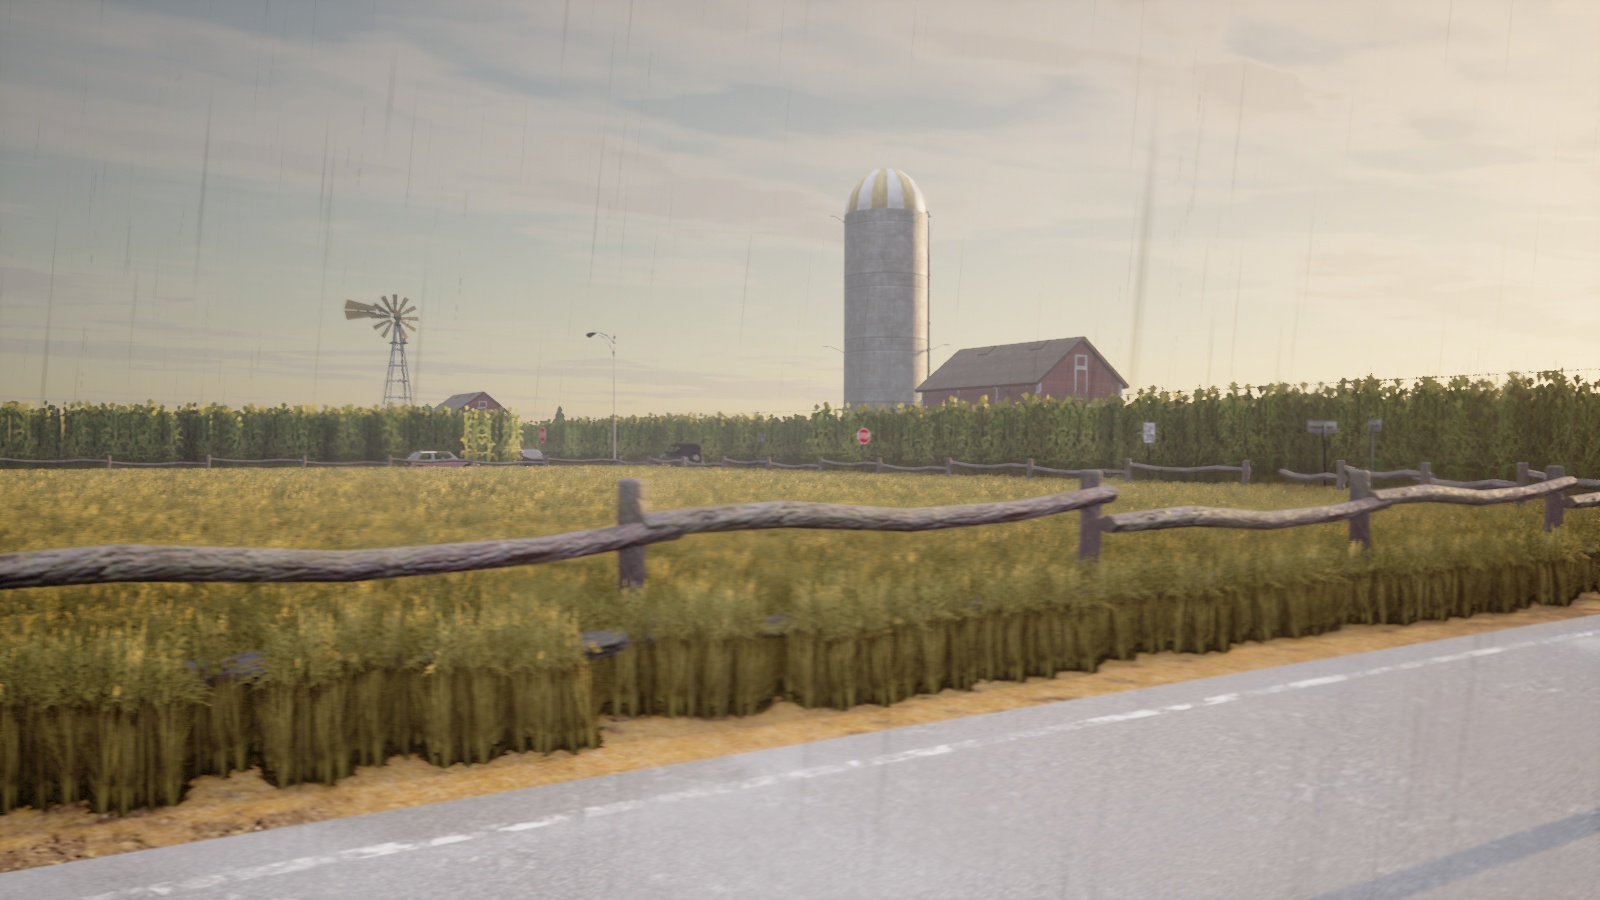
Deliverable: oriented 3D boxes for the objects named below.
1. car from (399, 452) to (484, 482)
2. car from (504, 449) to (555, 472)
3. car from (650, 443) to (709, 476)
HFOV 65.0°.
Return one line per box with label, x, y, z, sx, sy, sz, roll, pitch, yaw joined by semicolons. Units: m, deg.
car;-18.443;0.837;64.576;3.806;1.475;1.970;-1;0;-32
car;-18.693;0.710;86.500;1.882;1.535;5.008;0;0;-32
car;-7.087;0.512;73.582;1.905;1.878;3.866;-1;1;-32
